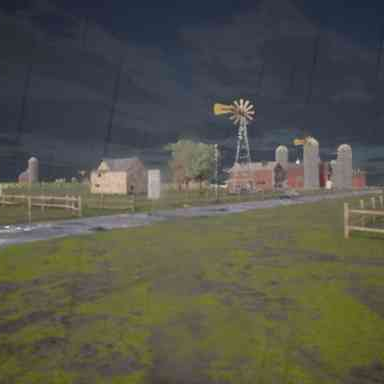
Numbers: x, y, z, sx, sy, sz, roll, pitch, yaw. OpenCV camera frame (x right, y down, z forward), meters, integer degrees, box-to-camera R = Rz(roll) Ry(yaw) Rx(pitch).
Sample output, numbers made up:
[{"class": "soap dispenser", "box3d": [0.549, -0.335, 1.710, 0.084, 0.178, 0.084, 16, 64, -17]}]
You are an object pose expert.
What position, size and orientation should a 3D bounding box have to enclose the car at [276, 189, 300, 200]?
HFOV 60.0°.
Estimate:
[{"class": "car", "box3d": [14.586, 0.414, 49.518, 1.994, 1.385, 4.181, 0, 1, 36]}]
